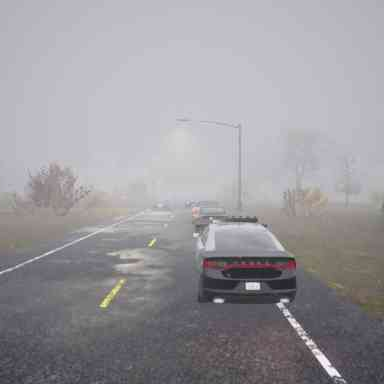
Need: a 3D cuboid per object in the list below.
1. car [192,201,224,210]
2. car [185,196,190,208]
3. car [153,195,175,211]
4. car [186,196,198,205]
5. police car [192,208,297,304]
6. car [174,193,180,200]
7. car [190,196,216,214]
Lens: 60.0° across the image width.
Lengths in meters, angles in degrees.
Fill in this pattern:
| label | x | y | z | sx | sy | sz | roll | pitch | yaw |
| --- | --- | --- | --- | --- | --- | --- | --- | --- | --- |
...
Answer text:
| label | x | y | z | sx | sy | sz | roll | pitch | yaw |
| --- | --- | --- | --- | --- | --- | --- | --- | --- | --- |
| car | 1.054 | 1.488 | 18.225 | 1.837 | 1.490 | 4.892 | 0 | 0 | 0 |
| car | 0.039 | 1.525 | 45.475 | 1.895 | 1.301 | 4.718 | 0 | 0 | 0 |
| car | -3.591 | 1.430 | 40.010 | 2.128 | 1.511 | 4.902 | 0 | 0 | 0 |
| car | 0.006 | 1.431 | 58.620 | 2.033 | 1.411 | 5.357 | 0 | 0 | 0 |
| police car | 1.052 | 1.419 | 8.334 | 1.930 | 1.638 | 5.238 | 0 | 0 | 0 |
| car | -4.015 | 1.118 | 85.551 | 2.097 | 1.767 | 4.553 | 0 | 0 | -2 |
| car | 1.055 | 1.324 | 24.197 | 2.097 | 1.767 | 4.553 | 0 | 0 | 0 |
